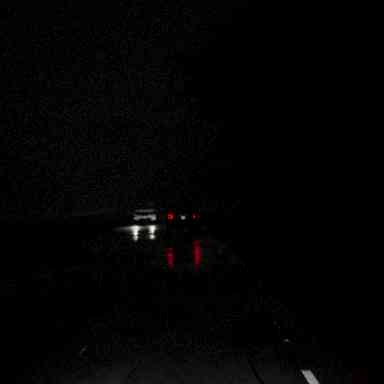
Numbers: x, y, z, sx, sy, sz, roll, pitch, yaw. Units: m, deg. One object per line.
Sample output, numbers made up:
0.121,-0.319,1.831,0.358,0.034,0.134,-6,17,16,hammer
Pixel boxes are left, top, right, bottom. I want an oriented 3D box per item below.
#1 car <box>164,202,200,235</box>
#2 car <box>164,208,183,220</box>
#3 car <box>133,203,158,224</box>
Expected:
-0.693,1.706,22.434,2.150,2.045,5.566,0,-2,-4,car
-2.429,2.748,42.012,2.033,1.411,5.357,0,-2,-7,car
-4.648,2.114,33.703,2.150,2.045,5.566,0,-2,-5,car
